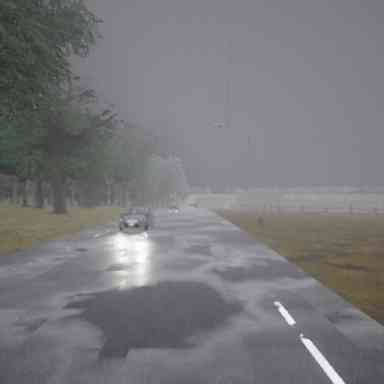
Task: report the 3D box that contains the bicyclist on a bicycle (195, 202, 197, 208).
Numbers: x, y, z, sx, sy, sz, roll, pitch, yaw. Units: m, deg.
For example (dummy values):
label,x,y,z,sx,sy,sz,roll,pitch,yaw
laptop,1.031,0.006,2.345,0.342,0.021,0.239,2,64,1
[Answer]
label,x,y,z,sx,sy,sz,roll,pitch,yaw
bicyclist on a bicycle,0.976,3.342,84.584,0.582,1.620,1.656,0,-2,0

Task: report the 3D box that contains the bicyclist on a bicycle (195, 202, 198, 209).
label,x,y,z,sx,sy,sz,roll,pitch,yaw
bicyclist on a bicycle,0.969,2.999,75.581,0.866,1.612,1.509,0,-2,0

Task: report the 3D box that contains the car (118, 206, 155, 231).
label,x,y,z,sx,sy,sz,roll,pitch,yaw
car,-3.596,1.703,22.257,2.128,1.511,4.902,0,-1,0

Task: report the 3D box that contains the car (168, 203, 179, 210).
label,x,y,z,sx,sy,sz,roll,pitch,yaw
car,-3.502,2.722,63.340,2.033,1.411,5.357,0,-2,0
